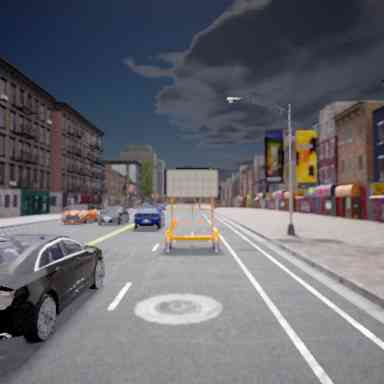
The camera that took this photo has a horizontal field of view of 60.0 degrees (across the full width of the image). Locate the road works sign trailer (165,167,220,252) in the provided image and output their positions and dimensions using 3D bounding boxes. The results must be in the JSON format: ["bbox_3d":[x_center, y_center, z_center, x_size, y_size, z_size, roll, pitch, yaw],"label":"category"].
[{"bbox_3d":[0.011,0.682,15.065,2.380,3.560,2.880,0,-1,0],"label":"road works sign trailer"}]

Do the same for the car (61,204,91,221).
[{"bbox_3d":[-9.826,1.865,29.487,2.097,1.767,4.553,0,-1,0],"label":"car"}]

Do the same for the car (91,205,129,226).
[{"bbox_3d":[-6.576,1.973,28.159,2.128,1.511,4.902,0,-1,0],"label":"car"}]

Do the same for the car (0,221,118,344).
[{"bbox_3d":[-3.146,1.577,6.551,2.128,1.511,4.902,0,-1,0],"label":"car"}]

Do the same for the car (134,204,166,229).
[{"bbox_3d":[-3.132,1.894,25.239,1.882,1.535,5.008,0,-1,0],"label":"car"}]

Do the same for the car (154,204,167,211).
[{"bbox_3d":[-6.444,3.162,68.454,2.033,1.411,5.357,0,-2,0],"label":"car"}]
